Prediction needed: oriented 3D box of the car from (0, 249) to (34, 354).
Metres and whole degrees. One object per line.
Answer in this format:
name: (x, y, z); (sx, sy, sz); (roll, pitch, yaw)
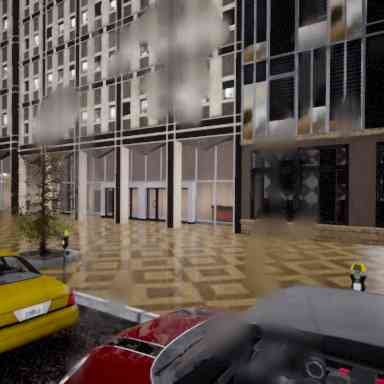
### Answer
car: (-3.955, 1.524, 5.687); (4.829, 1.417, 1.752); (0, 1, 36)

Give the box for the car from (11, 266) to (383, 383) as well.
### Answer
car: (0.810, 1.440, 2.287); (4.097, 1.590, 1.967); (0, 1, 36)
